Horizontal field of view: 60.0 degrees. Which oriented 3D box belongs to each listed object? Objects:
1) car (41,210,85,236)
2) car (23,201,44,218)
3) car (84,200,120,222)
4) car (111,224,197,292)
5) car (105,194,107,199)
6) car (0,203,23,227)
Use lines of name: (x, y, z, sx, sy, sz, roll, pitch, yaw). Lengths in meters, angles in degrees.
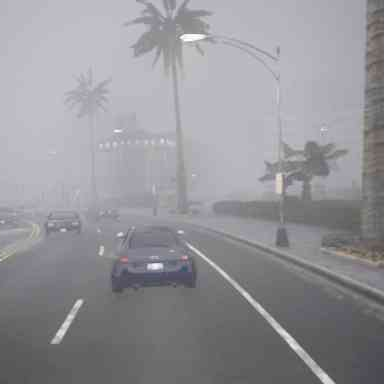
car: (-7.600, 1.751, 19.709, 1.895, 1.301, 4.718, -1, 0, -20)
car: (-17.449, 1.952, 34.913, 1.895, 1.301, 4.718, -1, 0, -44)
car: (-7.806, 1.697, 28.351, 2.033, 1.411, 5.357, -1, 0, -31)
car: (-1.108, 1.582, 9.158, 1.994, 1.385, 4.181, -1, 0, -9)
car: (-19.926, 1.799, 76.112, 4.674, 1.452, 2.002, -1, 0, 17)
car: (-13.747, 1.784, 24.194, 1.837, 1.490, 4.892, -1, 0, -31)
